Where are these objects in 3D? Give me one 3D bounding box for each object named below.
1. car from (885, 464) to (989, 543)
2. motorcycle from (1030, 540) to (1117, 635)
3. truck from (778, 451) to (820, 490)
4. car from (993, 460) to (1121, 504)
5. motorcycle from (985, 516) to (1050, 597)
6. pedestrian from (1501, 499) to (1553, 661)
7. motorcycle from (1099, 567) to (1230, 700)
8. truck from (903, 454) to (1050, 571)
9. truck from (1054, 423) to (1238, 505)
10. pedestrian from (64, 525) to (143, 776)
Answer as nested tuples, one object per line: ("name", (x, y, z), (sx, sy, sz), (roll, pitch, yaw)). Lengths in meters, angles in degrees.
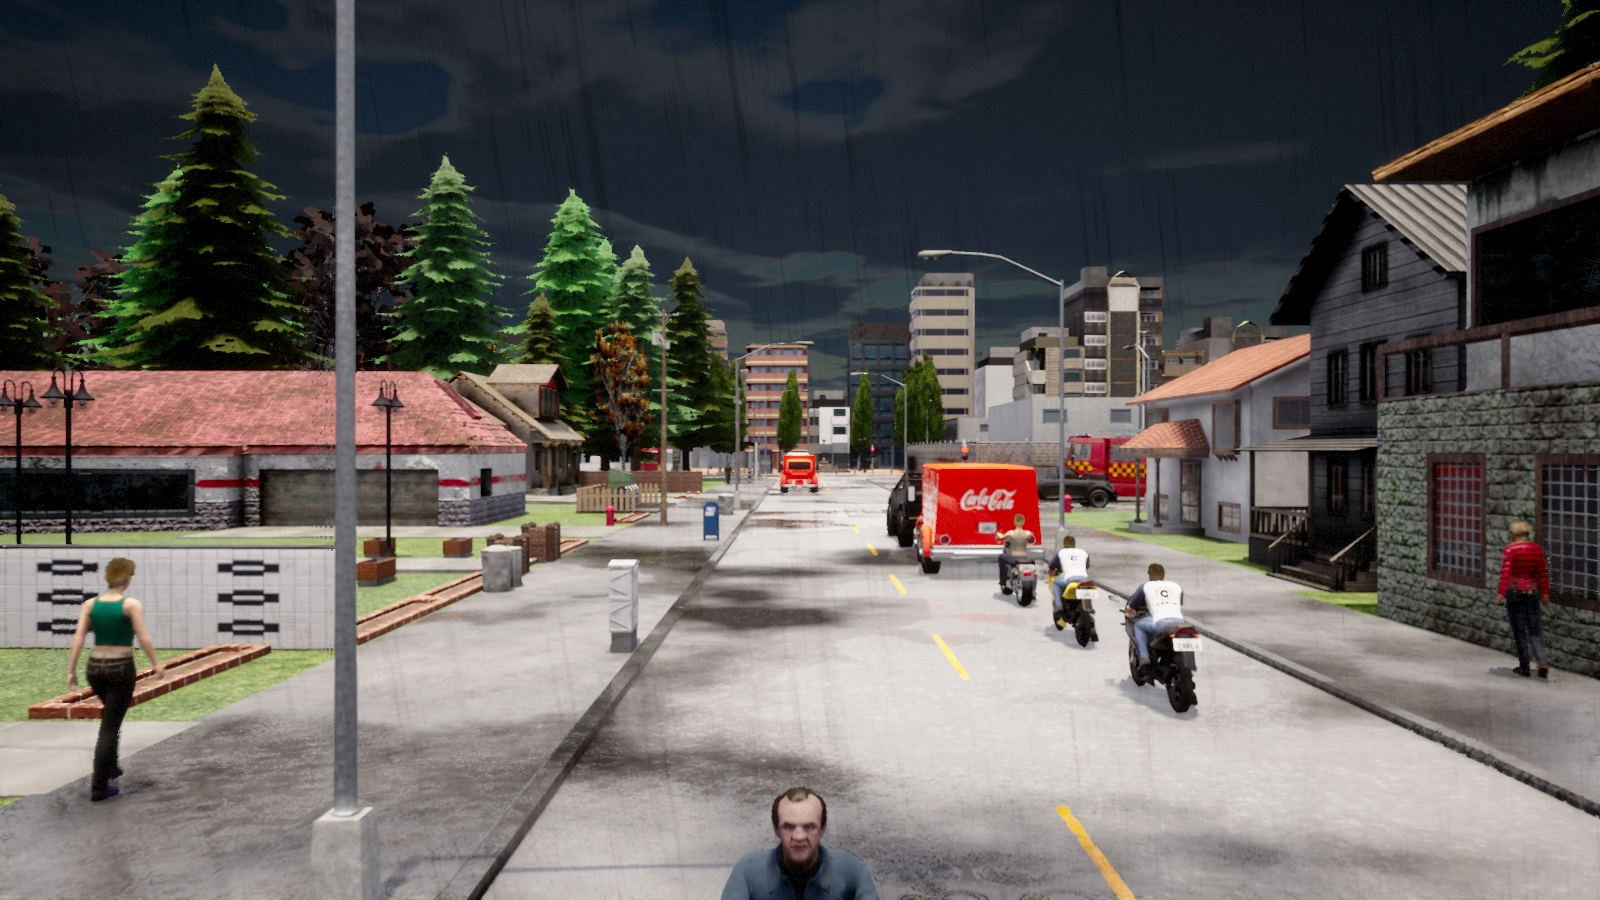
("car", (3.983, 1.509, 34.431), (2.390, 2.098, 6.274), (0, 0, 0))
("motorcycle", (3.992, 1.980, 16.830), (0.803, 1.145, 2.033), (0, 0, 0))
("truck", (-0.049, 1.305, 74.330), (2.627, 2.467, 5.204), (0, -1, 0))
("car", (12.225, 1.521, 54.592), (5.566, 2.045, 2.150), (0, 0, -3))
("motorcycle", (3.994, 1.934, 21.166), (0.764, 1.277, 2.356), (0, 0, 0))
("pedestrian", (8.547, 1.513, 13.438), (0.375, 1.860, 0.375), (0, 0, 2))
("motorcycle", (3.996, 1.983, 12.714), (0.803, 1.145, 2.033), (0, 0, 0))
("truck", (3.993, 1.329, 26.877), (2.627, 2.467, 5.204), (0, 0, 0))
("truck", (17.569, 0.640, 58.149), (8.468, 3.827, 2.891), (2, 0, 26))
("pedestrian", (-5.332, 1.516, 8.761), (0.375, 1.860, 0.375), (0, 0, -1))
